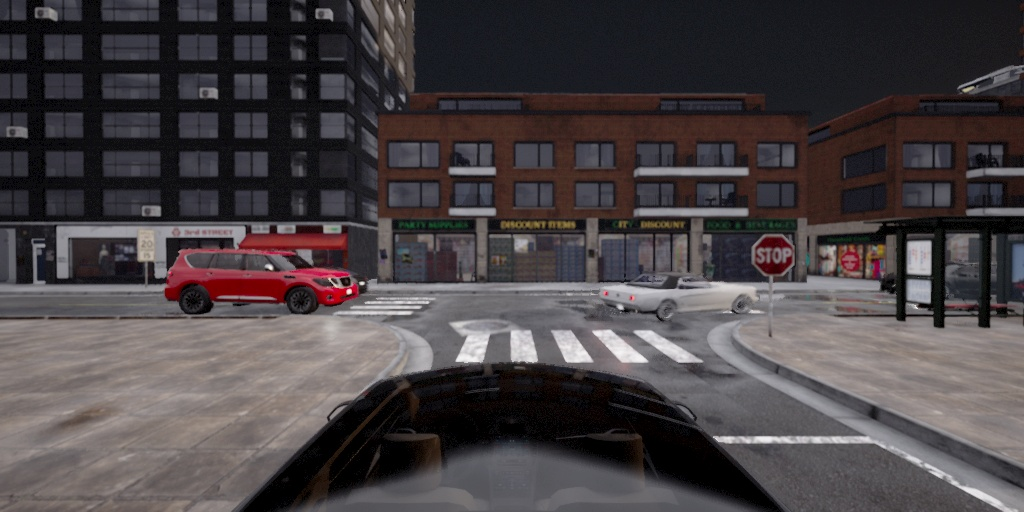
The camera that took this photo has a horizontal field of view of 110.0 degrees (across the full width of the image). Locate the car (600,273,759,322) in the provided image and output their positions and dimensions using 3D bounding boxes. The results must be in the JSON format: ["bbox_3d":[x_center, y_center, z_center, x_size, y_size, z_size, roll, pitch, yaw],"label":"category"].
[{"bbox_3d":[5.262,1.173,11.197,4.718,1.301,1.895,0,1,-20],"label":"car"}]

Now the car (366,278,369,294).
[{"bbox_3d":[-8.254,1.120,14.972,4.181,1.385,1.994,0,1,0],"label":"car"}]

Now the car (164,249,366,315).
[{"bbox_3d":[-8.216,0.797,12.014,5.566,2.045,2.150,1,1,0],"label":"car"}]

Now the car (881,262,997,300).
[{"bbox_3d":[18.524,1.008,15.107,4.892,1.490,1.837,0,1,0],"label":"car"}]
